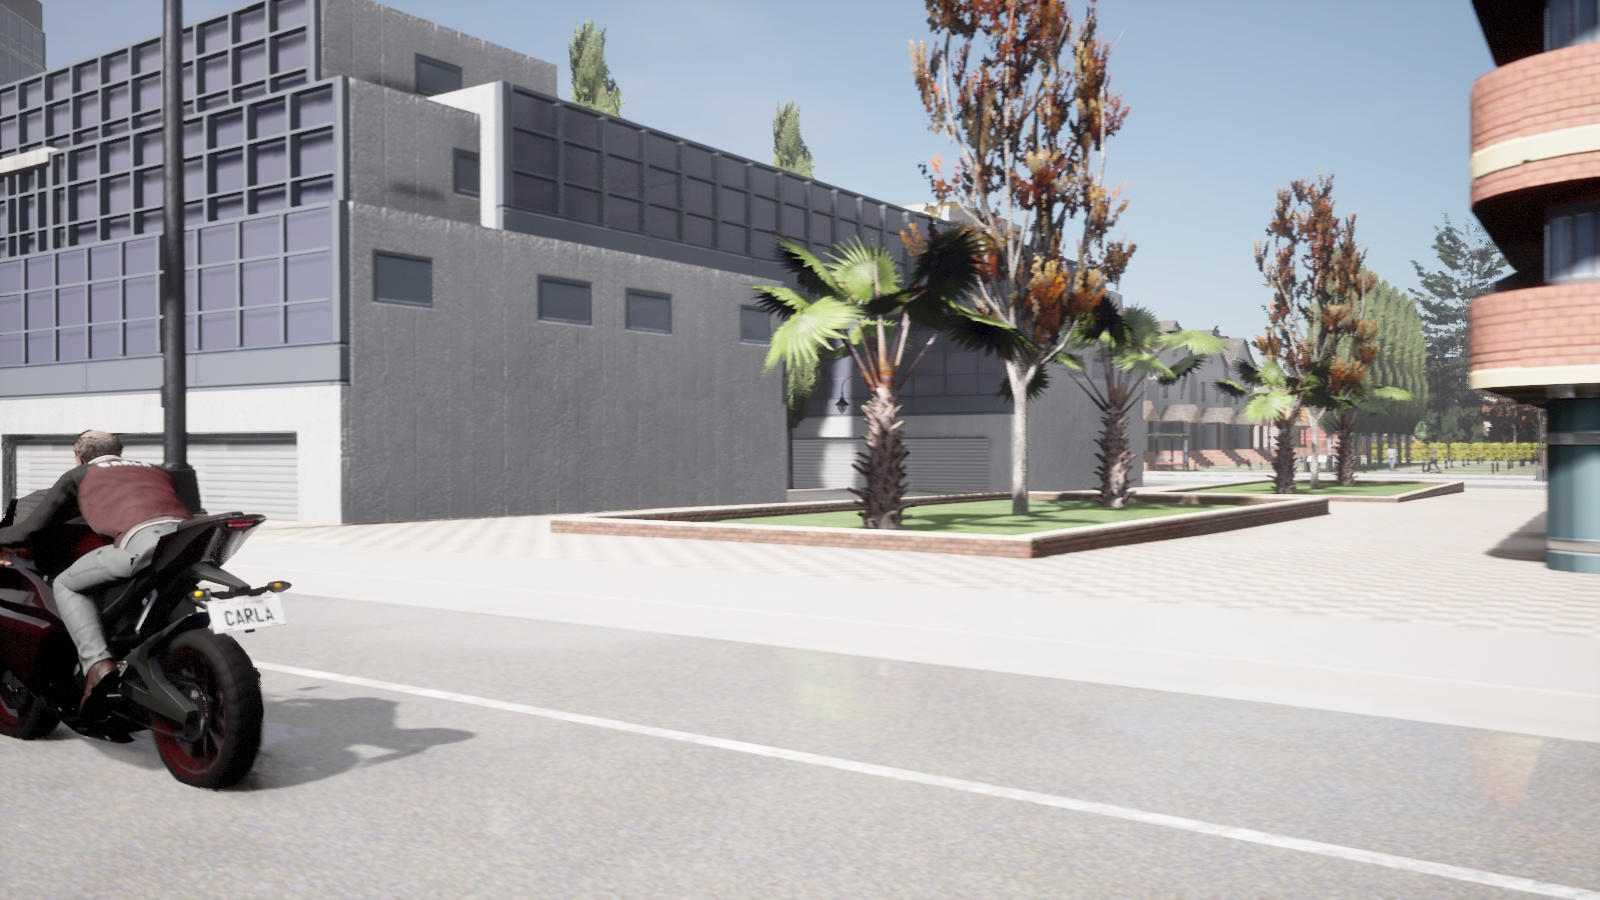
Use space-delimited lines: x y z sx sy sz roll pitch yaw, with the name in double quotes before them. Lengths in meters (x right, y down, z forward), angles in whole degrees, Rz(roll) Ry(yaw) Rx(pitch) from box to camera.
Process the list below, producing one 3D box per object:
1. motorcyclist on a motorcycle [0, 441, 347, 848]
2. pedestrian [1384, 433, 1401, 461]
"motorcyclist on a motorcycle" -3.138 0.744 5.710 2.191 1.530 0.866 -1 1 34
"pedestrian" 40.002 -0.218 84.807 0.874 1.855 0.900 -1 0 18
